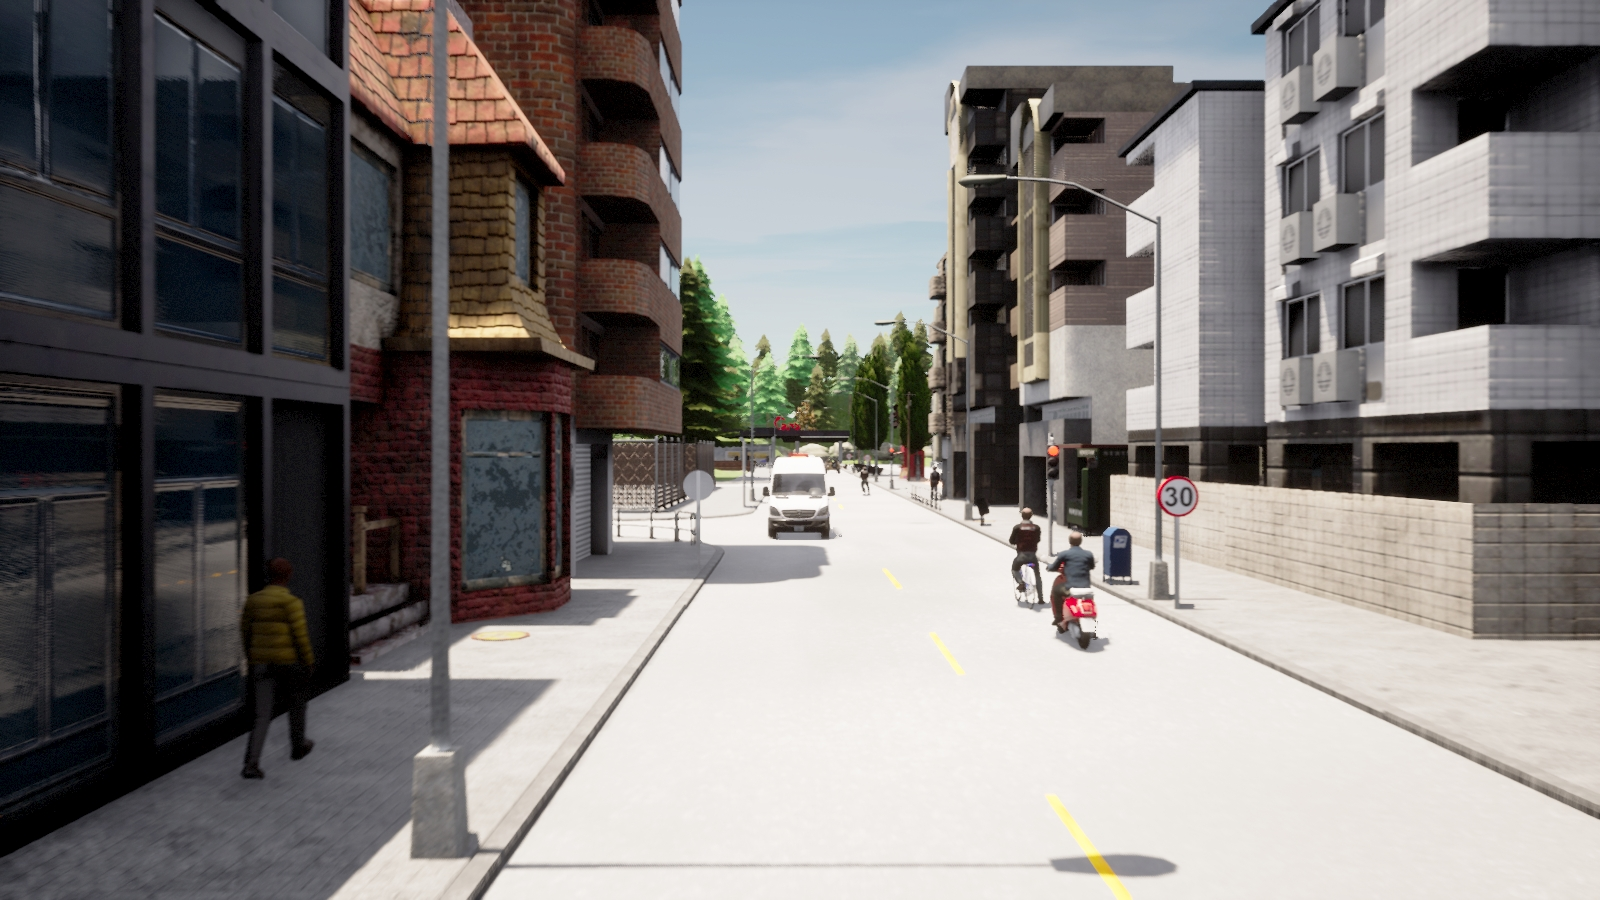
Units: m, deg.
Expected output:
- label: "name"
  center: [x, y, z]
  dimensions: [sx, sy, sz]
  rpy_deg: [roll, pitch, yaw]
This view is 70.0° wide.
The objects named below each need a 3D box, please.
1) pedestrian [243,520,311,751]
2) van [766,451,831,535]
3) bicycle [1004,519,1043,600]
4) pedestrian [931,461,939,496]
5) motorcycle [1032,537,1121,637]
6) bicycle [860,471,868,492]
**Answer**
- label: "pedestrian"
  center: [-4.351, 1.523, 9.511]
  dimensions: [0.375, 1.860, 0.375]
  rpy_deg: [0, 0, 6]
- label: "van"
  center: [-0.043, 1.314, 37.989]
  dimensions: [1.988, 2.561, 5.915]
  rpy_deg: [0, 0, 0]
- label: "bicycle"
  center: [4.004, 1.940, 20.550]
  dimensions: [0.329, 1.271, 1.835]
  rpy_deg: [0, 0, 0]
- label: "pedestrian"
  center: [7.233, 1.523, 61.286]
  dimensions: [0.375, 1.860, 0.375]
  rpy_deg: [0, 0, -7]
- label: "motorcycle"
  center: [3.999, 1.961, 16.678]
  dimensions: [0.856, 1.236, 1.805]
  rpy_deg: [0, 1, 0]
- label: "bicycle"
  center: [3.928, 1.940, 70.265]
  dimensions: [0.329, 1.271, 1.835]
  rpy_deg: [0, 0, 0]
